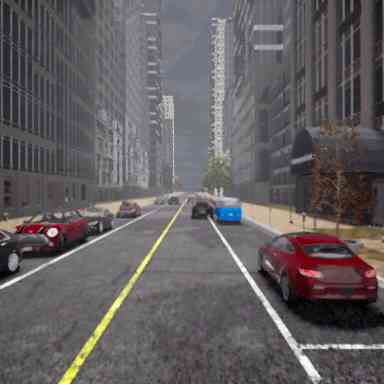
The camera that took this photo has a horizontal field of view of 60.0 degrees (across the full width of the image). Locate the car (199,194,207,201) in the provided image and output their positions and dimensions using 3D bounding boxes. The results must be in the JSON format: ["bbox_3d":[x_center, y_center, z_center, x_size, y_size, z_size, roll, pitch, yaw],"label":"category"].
[{"bbox_3d":[2.660,1.408,81.862,1.967,1.590,4.097,0,0,0],"label":"car"}]

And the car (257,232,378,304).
[{"bbox_3d":[2.687,1.587,7.861,1.802,1.307,4.206,0,0,0],"label":"car"}]

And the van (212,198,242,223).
[{"bbox_3d":[2.681,1.345,24.938,1.690,1.788,3.998,0,0,0],"label":"van"}]

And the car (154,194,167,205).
[{"bbox_3d":[-5.713,1.547,59.092,2.008,1.369,4.403,0,0,0],"label":"car"}]

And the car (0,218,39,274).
[{"bbox_3d":[-5.694,1.555,7.859,2.008,1.369,4.403,0,0,0],"label":"car"}]

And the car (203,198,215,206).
[{"bbox_3d":[2.670,1.582,53.399,1.802,1.307,4.206,0,0,0],"label":"car"}]

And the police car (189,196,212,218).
[{"bbox_3d":[0.888,1.428,30.066,1.930,1.638,5.238,0,0,0],"label":"police car"}]

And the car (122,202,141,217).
[{"bbox_3d":[-5.702,1.584,30.629,1.802,1.307,4.206,0,0,0],"label":"car"}]

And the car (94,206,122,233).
[{"bbox_3d":[-5.698,1.555,19.245,2.008,1.369,4.403,0,0,0],"label":"car"}]

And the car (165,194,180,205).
[{"bbox_3d":[-3.080,1.502,57.801,1.837,1.490,4.892,0,0,1],"label":"car"}]

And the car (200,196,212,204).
[{"bbox_3d":[2.666,1.544,64.784,2.008,1.369,4.403,0,0,0],"label":"car"}]

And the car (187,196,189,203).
[{"bbox_3d":[-0.025,1.518,66.534,1.812,1.442,4.674,0,0,0],"label":"car"}]

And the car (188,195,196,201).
[{"bbox_3d":[-0.031,1.430,81.563,1.895,1.301,4.718,0,0,0],"label":"car"}]

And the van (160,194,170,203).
[{"bbox_3d":[-5.716,1.327,70.477,1.690,1.788,3.998,0,0,0],"label":"van"}]

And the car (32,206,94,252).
[{"bbox_3d":[-5.696,1.445,13.553,1.967,1.590,4.097,0,0,0],"label":"car"}]

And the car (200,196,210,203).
[{"bbox_3d":[2.664,1.537,70.477,2.008,1.369,4.403,0,0,0],"label":"car"}]

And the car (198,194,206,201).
[{"bbox_3d":[2.657,1.398,87.554,1.967,1.590,4.097,0,0,0],"label":"car"}]

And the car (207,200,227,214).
[{"bbox_3d":[2.676,1.584,36.322,1.802,1.307,4.206,0,0,0],"label":"car"}]
